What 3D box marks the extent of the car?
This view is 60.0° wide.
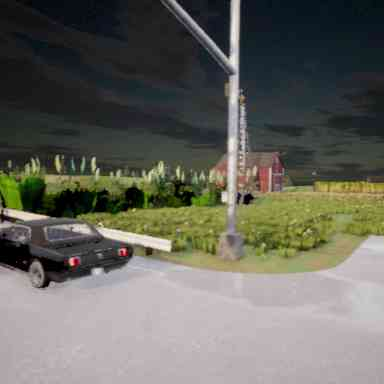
[{"bbox_3d":[-3.750,1.337,8.460,4.718,1.301,1.895,2,2,38],"label":"car"}]
